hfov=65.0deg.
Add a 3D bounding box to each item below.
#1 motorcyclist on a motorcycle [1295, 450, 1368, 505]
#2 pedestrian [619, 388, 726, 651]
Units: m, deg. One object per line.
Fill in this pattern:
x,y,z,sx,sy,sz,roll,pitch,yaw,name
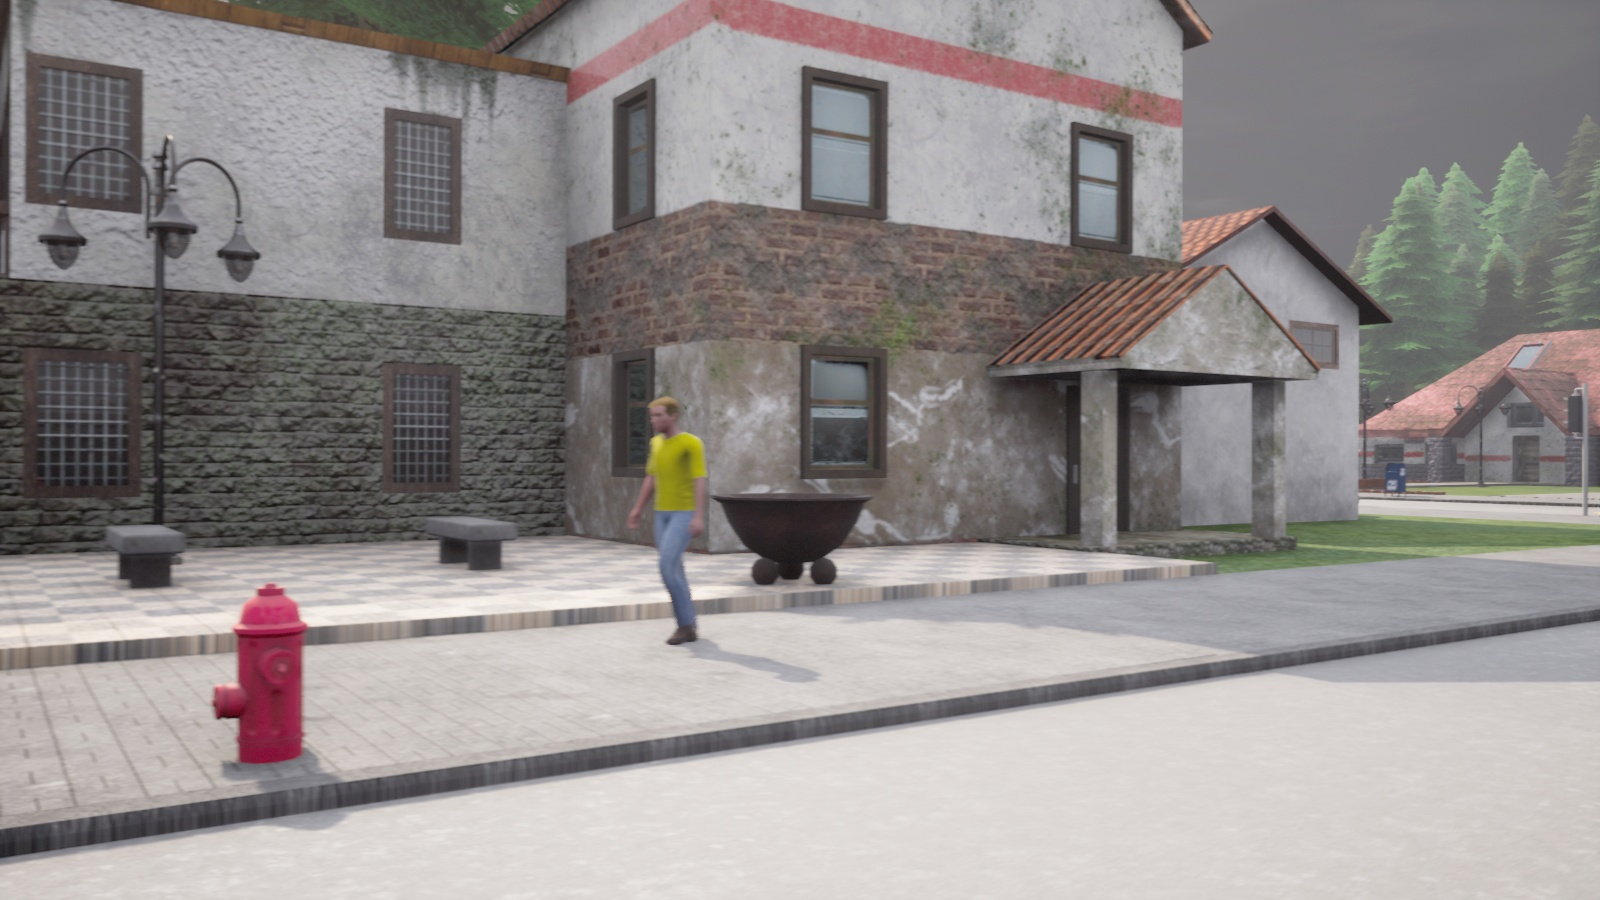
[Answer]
15.840,0.806,37.471,0.866,1.590,1.817,0,0,-34,motorcyclist on a motorcycle
-0.920,0.484,9.135,0.354,1.836,0.706,0,0,45,pedestrian
